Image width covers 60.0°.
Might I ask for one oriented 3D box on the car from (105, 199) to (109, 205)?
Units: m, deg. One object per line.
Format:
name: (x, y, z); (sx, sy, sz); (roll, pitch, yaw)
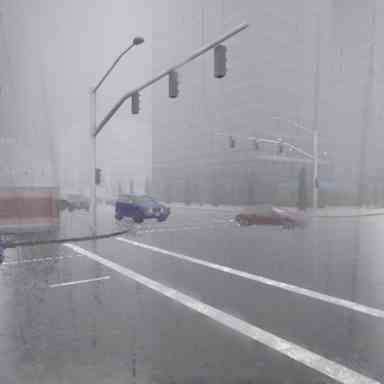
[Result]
car: (-13.119, 1.525, 56.451); (1.812, 1.442, 4.674); (0, 0, -36)

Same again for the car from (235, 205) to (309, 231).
car: (4.885, 1.524, 20.805); (4.674, 1.442, 1.812); (0, 0, 39)

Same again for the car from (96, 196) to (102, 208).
car: (-14.629, 1.563, 46.209); (1.994, 1.385, 4.181); (0, 0, -36)

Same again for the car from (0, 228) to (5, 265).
car: (-7.235, 1.222, 7.175); (5.566, 2.045, 2.150); (0, 0, -32)

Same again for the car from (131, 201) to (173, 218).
car: (-3.874, 1.600, 31.176); (1.895, 1.301, 4.718); (0, 0, -36)

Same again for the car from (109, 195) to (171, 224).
car: (-4.015, 1.221, 25.352); (2.150, 2.045, 5.566); (0, 0, -36)

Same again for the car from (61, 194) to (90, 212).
car: (-13.629, 1.222, 38.787); (2.150, 2.045, 5.566); (0, 0, -36)

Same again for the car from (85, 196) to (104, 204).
car: (-19.086, 1.490, 64.785); (2.128, 1.511, 4.902); (0, 0, -36)
